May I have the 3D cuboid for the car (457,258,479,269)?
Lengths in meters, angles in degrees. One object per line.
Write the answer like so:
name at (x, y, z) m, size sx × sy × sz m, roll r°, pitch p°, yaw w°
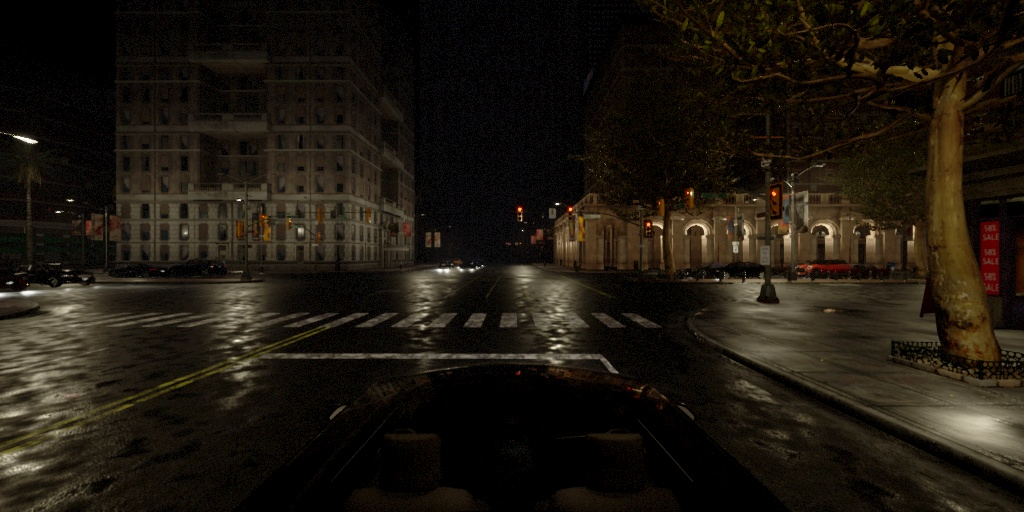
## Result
car at (-6.922, 1.099, 56.784) m, size 2.097 × 1.767 × 4.553 m, roll 0°, pitch 0°, yaw 1°

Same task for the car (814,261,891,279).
car at (29.581, 1.349, 31.082) m, size 4.718 × 1.301 × 1.895 m, roll 0°, pitch 0°, yaw 1°

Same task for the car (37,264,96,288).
car at (-30.235, 1.240, 23.398) m, size 4.902 × 1.511 × 2.128 m, roll 0°, pitch 0°, yaw 1°

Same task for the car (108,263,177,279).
car at (-32.759, 1.312, 31.603) m, size 4.181 × 1.385 × 1.994 m, roll 0°, pitch 0°, yaw 0°

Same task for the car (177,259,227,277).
car at (-30.739, 1.101, 35.086) m, size 4.553 × 1.767 × 2.097 m, roll 0°, pitch 0°, yaw 0°

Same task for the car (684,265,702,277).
car at (19.649, 1.296, 34.666) m, size 5.357 × 1.411 × 2.033 m, roll 0°, pitch 0°, yaw 1°

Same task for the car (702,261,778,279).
car at (19.704, 1.226, 31.165) m, size 5.008 × 1.535 × 1.882 m, roll 0°, pitch 0°, yaw 0°

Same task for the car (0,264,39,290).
car at (-29.795, 1.313, 19.887) m, size 4.181 × 1.385 × 1.994 m, roll 0°, pitch 0°, yaw 1°

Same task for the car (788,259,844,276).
car at (29.938, 1.100, 34.577) m, size 4.553 × 1.767 × 2.097 m, roll 0°, pitch 0°, yaw 0°

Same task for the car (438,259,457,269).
car at (-10.417, 1.238, 57.228) m, size 2.128 × 1.511 × 4.902 m, roll 0°, pitch 0°, yaw 1°
